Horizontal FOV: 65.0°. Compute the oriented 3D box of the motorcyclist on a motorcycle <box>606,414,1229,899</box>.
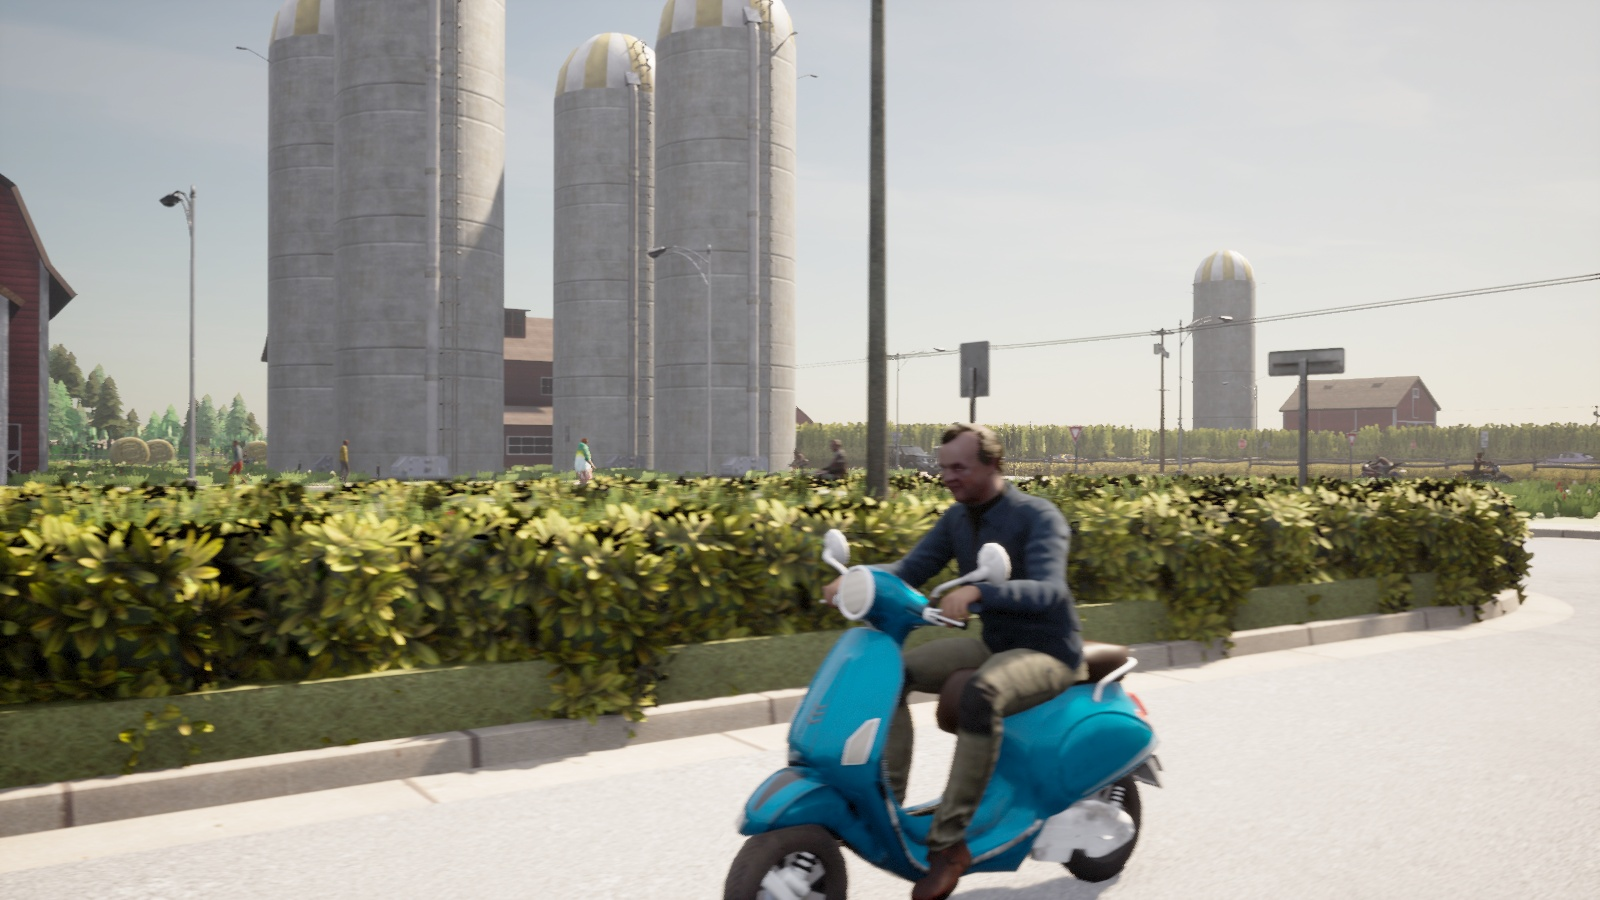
[{"bbox_3d":[0.410,0.707,3.944,1.817,1.590,0.866,0,0,-35],"label":"motorcyclist on a motorcycle"}]

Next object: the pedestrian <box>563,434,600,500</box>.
[{"bbox_3d":[-6.533,0.506,37.500,0.873,1.952,0.659,0,0,-36],"label":"pedestrian"}]

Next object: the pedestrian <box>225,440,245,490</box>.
[{"bbox_3d":[-20.802,0.557,46.243,0.614,1.847,0.353,0,0,-40],"label":"pedestrian"}]

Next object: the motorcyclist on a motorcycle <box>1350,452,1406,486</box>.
[{"bbox_3d":[26.771,0.866,58.181,0.866,1.530,2.191,0,0,-35],"label":"motorcyclist on a motorcycle"}]

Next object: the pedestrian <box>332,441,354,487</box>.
[{"bbox_3d":[-18.187,0.561,49.965,0.726,1.835,0.370,0,0,-39],"label":"pedestrian"}]

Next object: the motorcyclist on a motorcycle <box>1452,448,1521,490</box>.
[{"bbox_3d":[27.710,0.761,50.707,0.766,1.649,2.350,0,0,-35],"label":"motorcyclist on a motorcycle"}]

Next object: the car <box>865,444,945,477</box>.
[{"bbox_3d":[6.701,0.648,81.060,2.150,2.045,5.566,0,0,-34],"label":"car"}]
